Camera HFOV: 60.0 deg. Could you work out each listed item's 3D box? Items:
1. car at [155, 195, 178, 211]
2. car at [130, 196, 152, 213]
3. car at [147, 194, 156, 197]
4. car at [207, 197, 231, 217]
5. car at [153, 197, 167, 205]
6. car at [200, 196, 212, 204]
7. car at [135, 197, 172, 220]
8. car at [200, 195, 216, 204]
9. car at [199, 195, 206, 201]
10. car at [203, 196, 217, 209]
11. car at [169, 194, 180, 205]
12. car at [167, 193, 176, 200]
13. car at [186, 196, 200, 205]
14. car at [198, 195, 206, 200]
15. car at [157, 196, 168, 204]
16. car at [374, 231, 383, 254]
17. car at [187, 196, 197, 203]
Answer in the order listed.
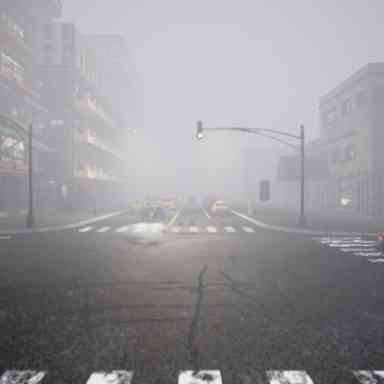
[{"bbox_3d":[-3.086,1.448,41.134,1.882,1.535,5.008,0,0,0],"label":"car"},{"bbox_3d":[-5.690,1.497,36.593,1.752,1.417,4.829,0,0,0],"label":"car"},{"bbox_3d":[-5.690,1.284,47.842,2.192,1.841,5.009,0,0,0],"label":"car"},{"bbox_3d":[2.691,1.500,31.396,1.752,1.417,4.829,0,0,0],"label":"car"},{"bbox_3d":[-5.692,1.520,58.921,2.008,1.369,4.403,0,0,0],"label":"car"},{"bbox_3d":[2.689,1.522,64.461,2.008,1.369,4.403,0,0,0],"label":"car"},{"bbox_3d":[-3.095,1.468,27.785,2.128,1.511,4.902,0,0,0],"label":"car"},{"bbox_3d":[2.691,1.284,47.843,2.192,1.841,5.009,0,0,0],"label":"car"},{"bbox_3d":[2.686,1.511,86.788,1.752,1.417,4.829,0,0,0],"label":"car"},{"bbox_3d":[2.690,1.552,42.304,1.802,1.307,4.206,0,0,0],"label":"car"},{"bbox_3d":[-3.047,1.495,56.142,1.812,1.442,4.674,0,0,1],"label":"car"},{"bbox_3d":[-5.694,1.305,92.157,2.192,1.841,5.009,0,0,0],"label":"car"},{"bbox_3d":[-0.004,1.495,58.027,1.812,1.442,4.674,0,0,0],"label":"car"},{"bbox_3d":[2.686,1.541,92.157,2.008,1.369,4.403,0,0,0],"label":"car"},{"bbox_3d":[-5.692,1.497,64.290,1.752,1.417,4.829,0,0,0],"label":"car"},{"bbox_3d":[8.625,1.561,10.296,5.357,1.411,2.033,0,0,-2],"label":"car"},{"bbox_3d":[-0.004,1.518,68.034,1.994,1.385,4.181,0,0,0],"label":"car"}]
